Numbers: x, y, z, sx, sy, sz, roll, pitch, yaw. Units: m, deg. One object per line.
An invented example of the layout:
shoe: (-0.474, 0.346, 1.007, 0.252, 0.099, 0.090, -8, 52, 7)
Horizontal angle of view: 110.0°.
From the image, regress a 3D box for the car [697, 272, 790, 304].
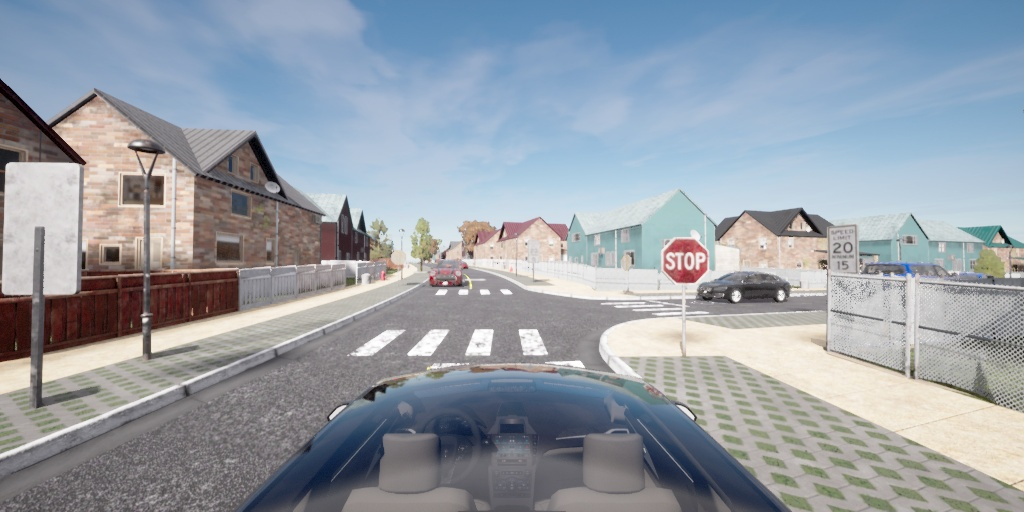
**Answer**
car: (11.793, 1.562, 18.291, 4.892, 1.490, 1.837, 1, -2, -17)

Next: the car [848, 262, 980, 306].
car: (19.968, 1.356, 17.875, 5.566, 2.045, 2.150, 1, -2, -18)

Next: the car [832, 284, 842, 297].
car: (21.830, 1.798, 21.552, 5.357, 1.411, 2.033, 1, -2, -19)

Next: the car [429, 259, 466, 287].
car: (-4.427, 1.113, 24.478, 2.097, 1.767, 4.553, 0, 0, -7)

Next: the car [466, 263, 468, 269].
car: (-8.365, 1.401, 57.904, 1.994, 1.385, 4.181, 0, 0, -16)

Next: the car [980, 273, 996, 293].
car: (31.536, 1.918, 24.737, 5.008, 1.535, 1.882, 1, -2, -18)
